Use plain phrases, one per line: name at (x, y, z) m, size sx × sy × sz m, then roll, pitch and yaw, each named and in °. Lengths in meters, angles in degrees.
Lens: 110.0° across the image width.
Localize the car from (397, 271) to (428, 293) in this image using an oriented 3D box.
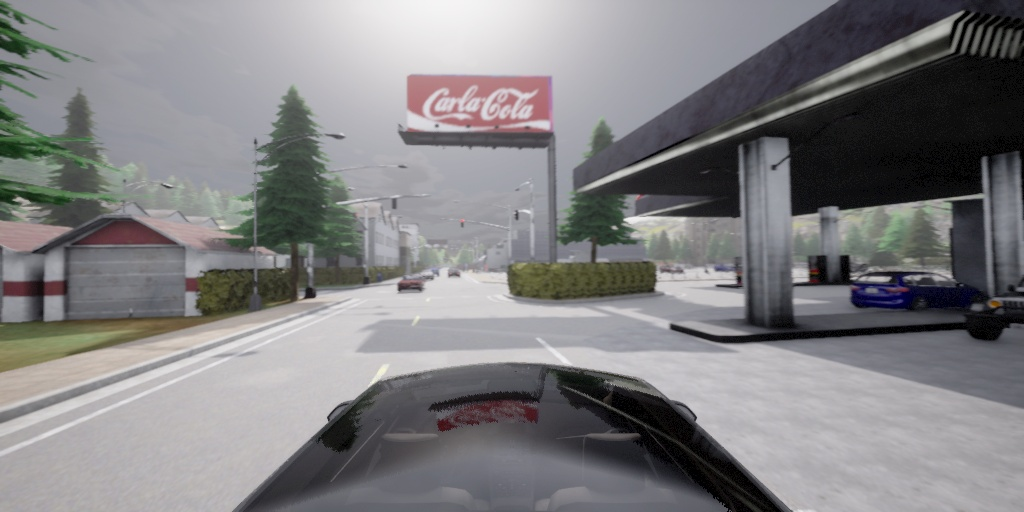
car at (-8.173, 2.215, 29.311) m, size 1.895 × 1.301 × 4.718 m, roll -1°, pitch 0°, yaw -10°

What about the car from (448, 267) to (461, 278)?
car at (-9.068, 2.746, 56.380) m, size 1.895 × 1.301 × 4.718 m, roll -1°, pitch -1°, yaw -10°

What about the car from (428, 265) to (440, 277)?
car at (-13.955, 2.604, 63.418) m, size 2.150 × 2.045 × 5.566 m, roll -1°, pitch -1°, yaw -9°

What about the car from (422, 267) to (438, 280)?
car at (-11.474, 2.550, 48.593) m, size 2.033 × 1.411 × 5.357 m, roll -1°, pitch -1°, yaw -10°
